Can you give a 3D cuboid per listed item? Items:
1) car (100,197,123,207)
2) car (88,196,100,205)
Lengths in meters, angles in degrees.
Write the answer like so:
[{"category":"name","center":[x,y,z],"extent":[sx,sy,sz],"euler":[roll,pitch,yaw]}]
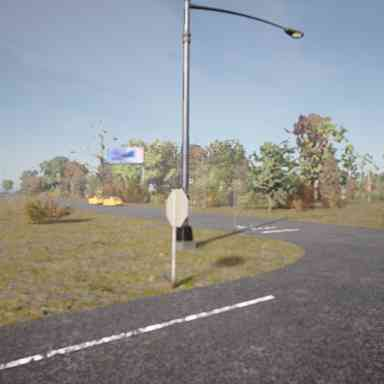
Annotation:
[{"category":"car","center":[-12.690,1.539,53.460],"extent":[1.882,1.535,5.008],"euler":[1,0,-33]},{"category":"car","center":[-17.240,1.525,60.220],"extent":[1.882,1.535,5.008],"euler":[1,0,-34]}]
